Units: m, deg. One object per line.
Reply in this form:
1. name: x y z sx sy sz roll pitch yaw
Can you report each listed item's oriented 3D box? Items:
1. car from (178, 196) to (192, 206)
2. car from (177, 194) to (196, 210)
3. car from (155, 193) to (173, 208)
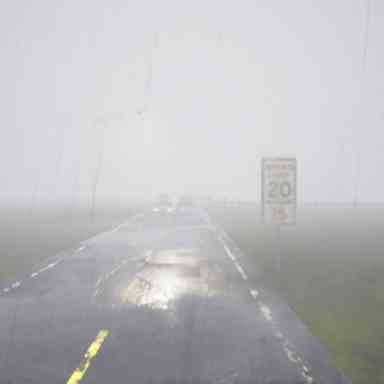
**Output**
1. car: -1.097 1.223 48.898 1.895 1.301 4.718 0 0 -3
2. car: -0.660 1.049 38.309 2.097 1.767 4.553 0 0 -2
3. car: -3.570 1.021 42.459 2.097 1.767 4.553 0 0 -2
